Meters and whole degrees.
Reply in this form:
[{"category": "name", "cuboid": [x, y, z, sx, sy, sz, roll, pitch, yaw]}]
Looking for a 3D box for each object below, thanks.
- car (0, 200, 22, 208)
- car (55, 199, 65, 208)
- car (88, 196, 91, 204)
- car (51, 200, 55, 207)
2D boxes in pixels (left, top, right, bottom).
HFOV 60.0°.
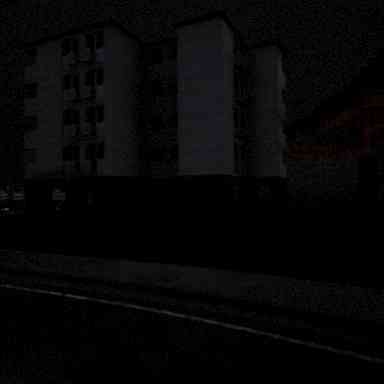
[{"category": "car", "cuboid": [-31.786, 2.099, 58.038, 1.895, 1.301, 4.718, -1, 0, 1]}, {"category": "car", "cuboid": [-21.291, 1.918, 57.124, 1.812, 1.442, 4.674, -1, 0, 1]}, {"category": "car", "cuboid": [-23.621, 1.674, 73.816, 2.097, 1.767, 4.553, 0, 0, -20]}, {"category": "car", "cuboid": [-24.788, 1.990, 57.131, 1.994, 1.385, 4.181, -1, 0, 1]}]
